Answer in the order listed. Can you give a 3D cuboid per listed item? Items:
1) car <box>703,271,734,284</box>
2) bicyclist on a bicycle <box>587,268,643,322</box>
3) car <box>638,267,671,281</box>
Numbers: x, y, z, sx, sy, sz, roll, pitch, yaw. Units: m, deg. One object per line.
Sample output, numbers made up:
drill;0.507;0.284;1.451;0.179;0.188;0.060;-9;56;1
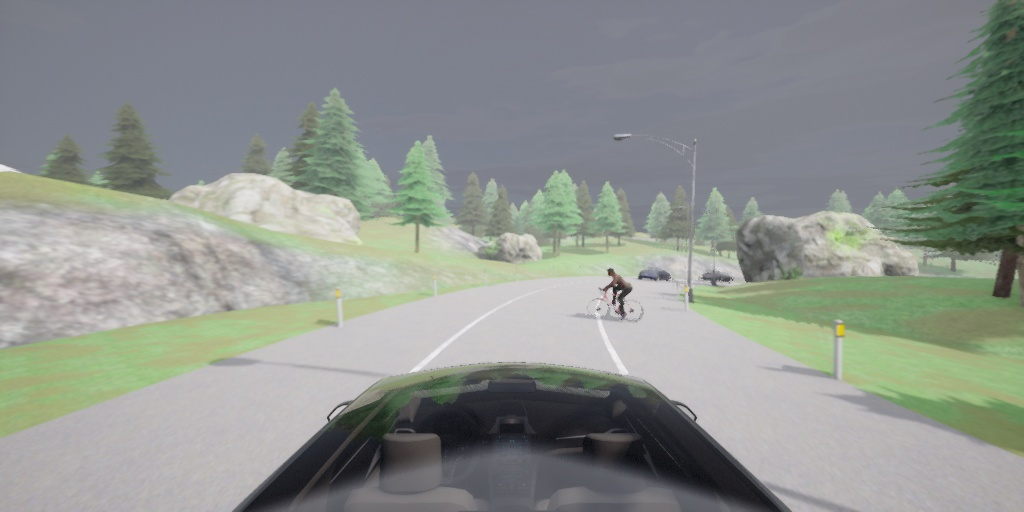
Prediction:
car;26.858;2.713;46.592;4.902;1.511;2.128;5;1;-30
bicyclist on a bicycle;3.121;1.178;10.849;1.656;1.620;0.582;1;0;11
car;14.846;1.864;37.276;4.181;1.385;1.994;4;0;-45
